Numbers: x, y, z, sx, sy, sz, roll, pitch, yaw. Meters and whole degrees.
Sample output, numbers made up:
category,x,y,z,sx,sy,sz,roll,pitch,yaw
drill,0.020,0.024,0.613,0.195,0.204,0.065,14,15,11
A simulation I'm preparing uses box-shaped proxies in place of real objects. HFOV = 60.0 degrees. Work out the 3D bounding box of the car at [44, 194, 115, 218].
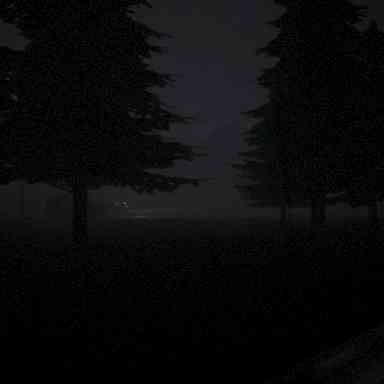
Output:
category,x,y,z,sx,sy,sz,roll,pitch,yaw
car,-10.028,1.180,29.191,5.566,2.045,2.150,0,0,2

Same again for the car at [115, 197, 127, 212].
category,x,y,z,sx,sy,sz,roll,pitch,yaw
car,-9.809,1.306,36.188,4.553,1.767,2.097,0,0,2

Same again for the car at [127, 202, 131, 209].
category,x,y,z,sx,sy,sz,roll,pitch,yaw
car,-9.661,1.299,39.685,4.553,1.767,2.097,0,0,2
